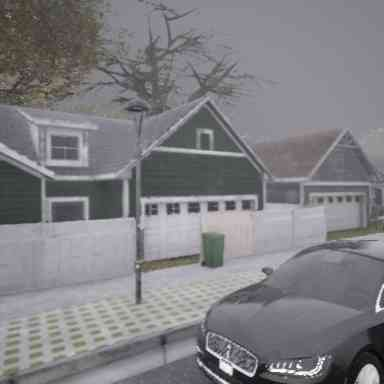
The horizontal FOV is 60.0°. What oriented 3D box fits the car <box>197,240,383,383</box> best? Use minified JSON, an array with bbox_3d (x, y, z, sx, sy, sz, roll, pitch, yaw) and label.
[{"bbox_3d":[2.311,1.514,4.721,4.892,1.490,1.837,1,-1,-36],"label":"car"}]
